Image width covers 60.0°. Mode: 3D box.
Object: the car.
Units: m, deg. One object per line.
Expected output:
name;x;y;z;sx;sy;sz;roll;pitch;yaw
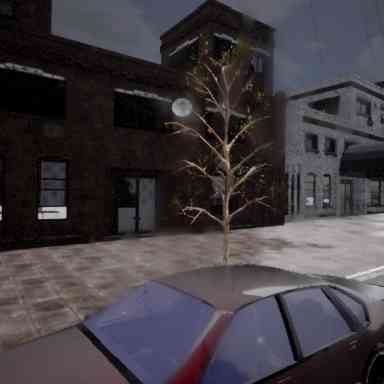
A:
car;0.308;1.547;3.322;5.357;1.411;2.033;0;0;-36
